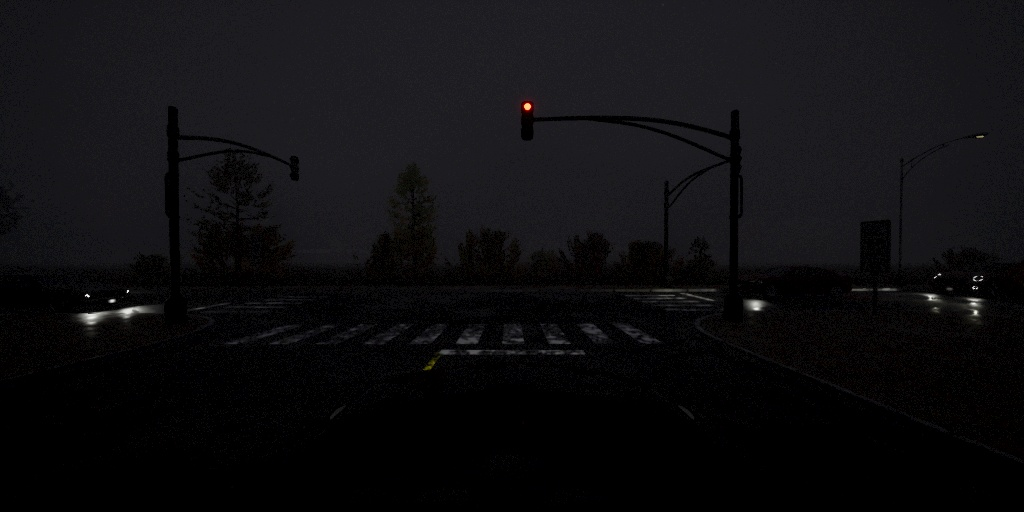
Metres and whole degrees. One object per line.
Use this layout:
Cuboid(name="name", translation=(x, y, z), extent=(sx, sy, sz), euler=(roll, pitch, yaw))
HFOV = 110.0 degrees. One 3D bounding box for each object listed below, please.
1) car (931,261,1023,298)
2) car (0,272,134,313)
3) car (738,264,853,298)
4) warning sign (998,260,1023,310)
Cuboid(name="car", translation=(23.734, 1.038, 17.641), extent=(4.553, 1.767, 2.097), euler=(0, 1, -1))
Cuboid(name="car", translation=(-18.015, 1.342, 13.723), extent=(5.357, 1.411, 2.033), euler=(0, 1, -1))
Cuboid(name="car", translation=(13.568, 1.180, 17.471), extent=(5.008, 1.535, 1.882), euler=(0, 1, -1))
Cuboid(name="warning sign", translation=(17.013, 0.893, 11.719), extent=(1.060, 1.860, 1.300), euler=(0, 0, -1))
